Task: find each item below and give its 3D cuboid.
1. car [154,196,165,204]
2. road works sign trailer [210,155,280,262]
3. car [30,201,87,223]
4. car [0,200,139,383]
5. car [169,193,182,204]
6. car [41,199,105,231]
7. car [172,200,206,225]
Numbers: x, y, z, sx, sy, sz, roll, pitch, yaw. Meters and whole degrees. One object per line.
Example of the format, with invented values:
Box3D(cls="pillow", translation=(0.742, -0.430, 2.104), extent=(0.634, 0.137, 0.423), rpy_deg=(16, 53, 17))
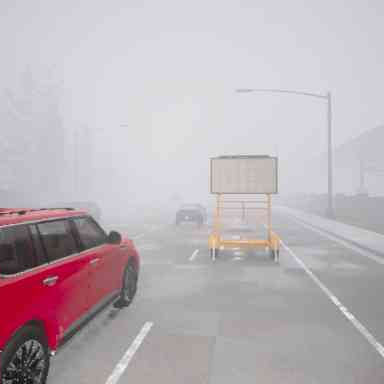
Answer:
Box3D(cls="car", translation=(-6.545, 1.547, 66.609), extent=(1.882, 1.535, 5.008), rpy_deg=(0, -1, -1))
Box3D(cls="road works sign trailer", translation=(1.882, 0.470, 12.180), extent=(2.380, 3.560, 2.880), rpy_deg=(0, 0, 7))
Box3D(cls="car", translation=(-10.477, 1.501, 26.576), extent=(2.128, 1.511, 4.902), rpy_deg=(0, 0, 7))
Box3D(cls="car", translation=(-2.484, 1.226, 4.915), extent=(2.150, 2.045, 5.566), rpy_deg=(0, 0, 7))
Box3D(cls="car", translation=(-3.061, 1.262, 63.354), extent=(2.150, 2.045, 5.566), rpy_deg=(0, 0, 1))
Box3D(cls="car", translation=(-7.570, 1.360, 21.752), extent=(2.097, 1.767, 4.553), rpy_deg=(0, 0, 7))
Box3D(cls="car", translation=(-0.008, 1.536, 24.093), extent=(1.812, 1.442, 4.674), rpy_deg=(0, 0, 7))
